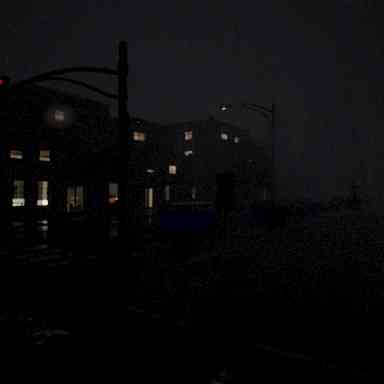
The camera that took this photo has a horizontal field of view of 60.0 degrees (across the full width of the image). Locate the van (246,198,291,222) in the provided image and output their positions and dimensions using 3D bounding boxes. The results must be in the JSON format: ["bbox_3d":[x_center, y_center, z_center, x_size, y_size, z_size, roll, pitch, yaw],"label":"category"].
[{"bbox_3d":[6.218,1.431,26.691,1.690,1.788,3.998,0,0,35],"label":"van"}]

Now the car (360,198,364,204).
[{"bbox_3d":[28.490,1.743,58.489,1.752,1.417,4.829,0,0,35],"label":"car"}]

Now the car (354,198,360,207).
[{"bbox_3d":[25.226,1.512,53.828,2.192,1.841,5.009,0,0,35],"label":"car"}]

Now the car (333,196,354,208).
[{"bbox_3d":[22.058,1.492,49.305,2.192,1.841,5.009,0,0,35],"label":"car"}]

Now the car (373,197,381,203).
[{"bbox_3d":[44.231,1.894,80.963,1.947,1.339,4.313,0,0,35],"label":"car"}]

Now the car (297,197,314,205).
[{"bbox_3d":[21.538,1.697,63.172,1.887,1.381,4.507,0,0,35],"label":"car"}]

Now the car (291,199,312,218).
[{"bbox_3d":[9.385,1.651,31.213,1.887,1.381,4.507,0,0,35],"label":"car"}]

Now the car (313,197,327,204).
[{"bbox_3d":[27.776,1.719,72.078,1.752,1.417,4.829,0,0,35],"label":"car"}]

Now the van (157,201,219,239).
[{"bbox_3d":[-0.117,1.402,17.645,1.690,1.788,3.998,0,0,35],"label":"van"}]

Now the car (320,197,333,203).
[{"bbox_3d":[31.041,1.783,76.740,1.947,1.339,4.313,0,0,35],"label":"car"}]

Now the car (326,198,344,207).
[{"bbox_3d":[25.091,1.790,58.146,1.895,1.301,4.718,1,0,35],"label":"car"}]

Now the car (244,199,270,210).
[{"bbox_3d":[8.867,1.620,45.082,1.887,1.381,4.507,0,0,35],"label":"car"}]

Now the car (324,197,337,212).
[{"bbox_3d":[15.819,1.666,40.399,1.752,1.417,4.829,0,0,35],"label":"car"}]

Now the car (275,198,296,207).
[{"bbox_3d":[15.203,1.657,54.127,1.887,1.381,4.507,0,0,35],"label":"car"}]

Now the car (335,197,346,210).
[{"bbox_3d":[18.888,1.724,44.781,1.947,1.339,4.313,0,0,35],"label":"car"}]

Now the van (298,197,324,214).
[{"bbox_3d":[12.554,1.464,35.736,1.690,1.788,3.998,0,0,35],"label":"van"}]

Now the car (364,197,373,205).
[{"bbox_3d":[34.728,1.805,67.395,1.887,1.381,4.507,0,0,35],"label":"car"}]

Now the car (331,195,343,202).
[{"bbox_3d":[37.377,1.703,85.785,1.967,1.590,4.097,0,0,35],"label":"car"}]

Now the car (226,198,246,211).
[{"bbox_3d":[5.701,1.498,40.560,1.967,1.590,4.097,0,0,35],"label":"car"}]

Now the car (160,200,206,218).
[{"bbox_3d":[-0.734,1.550,31.374,1.752,1.417,4.829,0,0,35],"label":"car"}]
